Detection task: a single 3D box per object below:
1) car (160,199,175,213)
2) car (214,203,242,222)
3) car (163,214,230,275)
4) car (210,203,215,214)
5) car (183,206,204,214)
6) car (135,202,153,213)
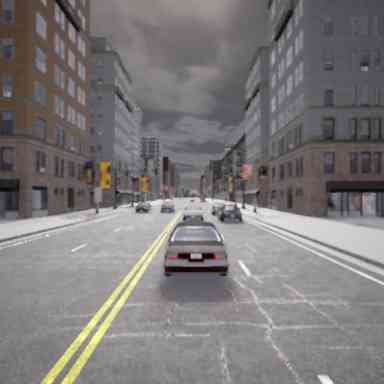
[{"bbox_3d":[-3.240,2.074,45.289,2.033,1.411,5.357,0,-1,0],"label":"car"},{"bbox_3d":[3.359,1.851,29.980,1.812,1.442,4.674,0,-1,-1],"label":"car"},{"bbox_3d":[0.103,1.664,10.772,2.033,1.411,5.357,0,-1,0],"label":"car"},{"bbox_3d":[3.260,1.979,39.571,2.033,1.411,5.357,0,-1,0],"label":"car"},{"bbox_3d":[0.108,1.946,31.776,1.895,1.301,4.718,0,-1,0],"label":"car"},{"bbox_3d":[-6.490,2.086,45.290,2.033,1.411,5.357,0,-1,0],"label":"car"}]
